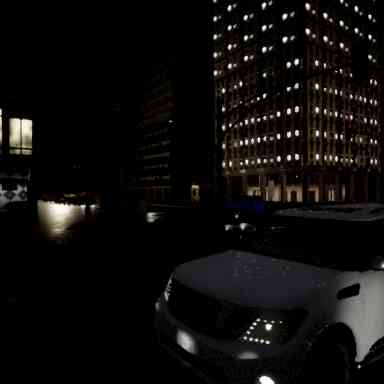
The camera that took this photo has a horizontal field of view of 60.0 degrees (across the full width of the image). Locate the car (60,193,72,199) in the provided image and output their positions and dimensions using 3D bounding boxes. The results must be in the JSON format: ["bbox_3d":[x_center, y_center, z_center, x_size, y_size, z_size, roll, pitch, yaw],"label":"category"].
[{"bbox_3d":[-32.612,1.053,85.967,1.752,1.417,4.829,0,0,-34],"label":"car"}]

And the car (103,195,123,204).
[{"bbox_3d":[-13.888,1.236,58.302,1.887,1.381,4.507,0,0,-34],"label":"car"}]

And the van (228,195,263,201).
[{"bbox_3d":[4.833,1.189,30.844,1.690,1.788,3.998,0,0,-34],"label":"van"}]

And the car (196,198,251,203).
[{"bbox_3d":[1.702,1.405,24.932,2.128,1.511,4.902,-1,1,-34],"label":"car"}]

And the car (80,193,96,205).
[{"bbox_3d":[-16.935,1.280,52.627,1.812,1.442,4.674,-1,0,-34],"label":"car"}]

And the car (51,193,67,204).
[{"bbox_3d":[-20.827,1.314,53.604,2.008,1.369,4.403,0,0,-34],"label":"car"}]

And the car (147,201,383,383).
[{"bbox_3d":[2.181,1.228,5.120,5.566,2.045,2.150,0,0,-36],"label":"car"}]

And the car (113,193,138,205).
[{"bbox_3d":[-10.783,1.033,53.713,2.192,1.841,5.009,0,0,-34],"label":"car"}]

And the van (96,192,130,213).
[{"bbox_3d":[-8.408,1.210,35.255,1.690,1.788,3.998,0,0,-34],"label":"van"}]

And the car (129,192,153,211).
[{"bbox_3d":[-6.392,1.069,36.889,2.150,2.045,5.566,-1,0,-34],"label":"car"}]

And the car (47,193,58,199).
[{"bbox_3d":[-36.531,1.055,86.951,1.812,1.442,4.674,-1,1,-34],"label":"car"}]

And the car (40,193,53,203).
[{"bbox_3d":[-27.037,1.291,62.780,1.802,1.307,4.206,0,0,-34],"label":"car"}]

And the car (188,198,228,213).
[{"bbox_3d":[1.654,1.368,35.381,1.887,1.381,4.507,0,0,-34],"label":"car"}]

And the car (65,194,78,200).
[{"bbox_3d":[-29.412,1.107,81.239,2.008,1.369,4.403,0,0,-34],"label":"car"}]

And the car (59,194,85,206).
[{"bbox_3d":[-17.722,1.356,49.018,1.947,1.339,4.313,0,0,-34],"label":"car"}]
